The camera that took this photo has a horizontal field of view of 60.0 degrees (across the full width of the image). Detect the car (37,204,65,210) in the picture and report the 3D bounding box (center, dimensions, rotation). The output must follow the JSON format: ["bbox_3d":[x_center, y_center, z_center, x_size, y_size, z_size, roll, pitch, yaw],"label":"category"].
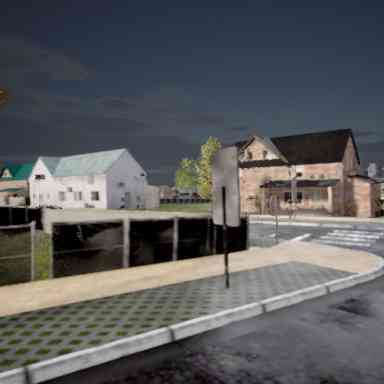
[{"bbox_3d":[-13.385,1.887,31.575,4.181,1.385,1.994,-1,2,38],"label":"car"}]
